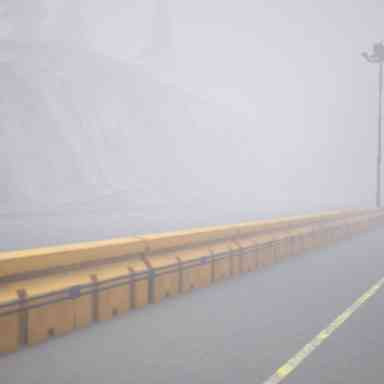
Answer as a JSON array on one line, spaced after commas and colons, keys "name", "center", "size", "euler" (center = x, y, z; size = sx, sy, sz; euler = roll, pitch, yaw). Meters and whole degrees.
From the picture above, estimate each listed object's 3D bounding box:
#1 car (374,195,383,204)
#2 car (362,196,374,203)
[{"name": "car", "center": [38.624, 1.256, 64.993], "size": [5.566, 2.045, 2.150], "euler": [1, 1, -35]}, {"name": "car", "center": [36.767, 1.456, 67.966], "size": [5.008, 1.535, 1.882], "euler": [1, 1, -35]}]
